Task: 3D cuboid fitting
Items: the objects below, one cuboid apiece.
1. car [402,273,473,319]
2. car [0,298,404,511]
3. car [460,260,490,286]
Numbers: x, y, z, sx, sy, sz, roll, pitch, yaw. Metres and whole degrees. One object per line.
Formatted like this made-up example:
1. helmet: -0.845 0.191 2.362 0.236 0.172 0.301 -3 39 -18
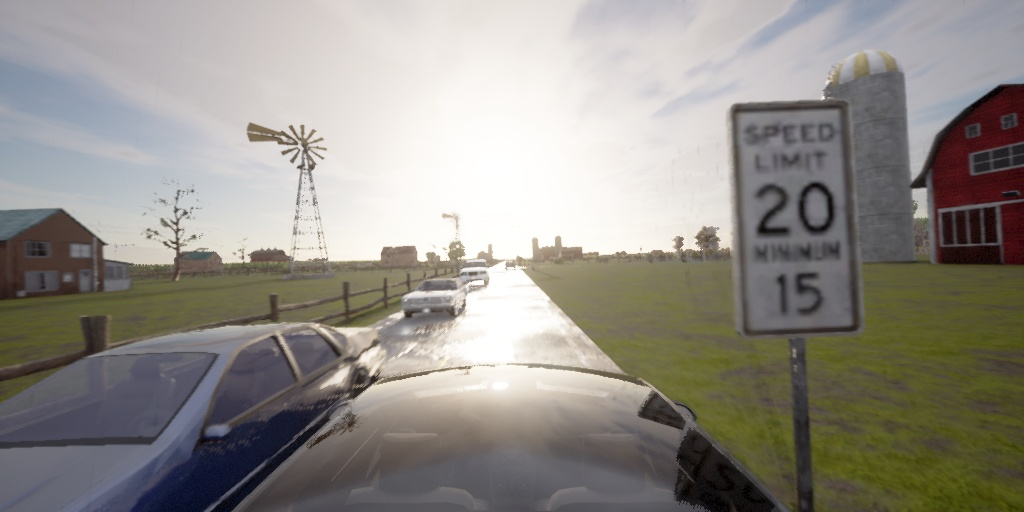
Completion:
1. car: -2.907 1.577 14.382 1.895 1.301 4.718 -2 -1 0
2. car: -2.867 1.428 3.351 2.033 1.411 5.357 -2 0 0
3. car: -2.977 1.328 29.668 2.150 2.045 5.566 -2 -1 -1
